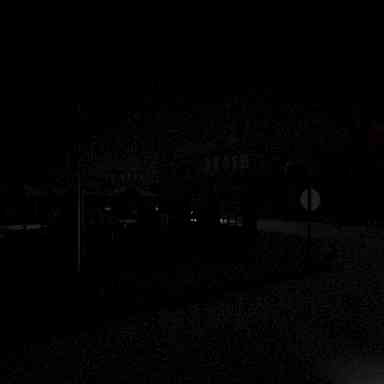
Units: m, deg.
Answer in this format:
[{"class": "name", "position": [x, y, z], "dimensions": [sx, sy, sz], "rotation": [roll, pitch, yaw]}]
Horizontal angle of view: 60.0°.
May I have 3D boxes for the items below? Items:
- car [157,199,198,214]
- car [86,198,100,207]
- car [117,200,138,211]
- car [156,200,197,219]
[{"class": "car", "position": [-1.730, 1.547, 37.282], "dimensions": [2.033, 1.411, 5.357], "rotation": [0, 0, -35]}, {"class": "car", "position": [-14.248, 1.526, 47.742], "dimensions": [1.812, 1.442, 4.674], "rotation": [0, 0, -35]}, {"class": "car", "position": [-7.482, 1.547, 38.140], "dimensions": [2.033, 1.411, 5.357], "rotation": [0, 0, -35]}, {"class": "car", "position": [-1.427, 1.505, 29.629], "dimensions": [1.837, 1.490, 4.892], "rotation": [0, 0, -35]}]
